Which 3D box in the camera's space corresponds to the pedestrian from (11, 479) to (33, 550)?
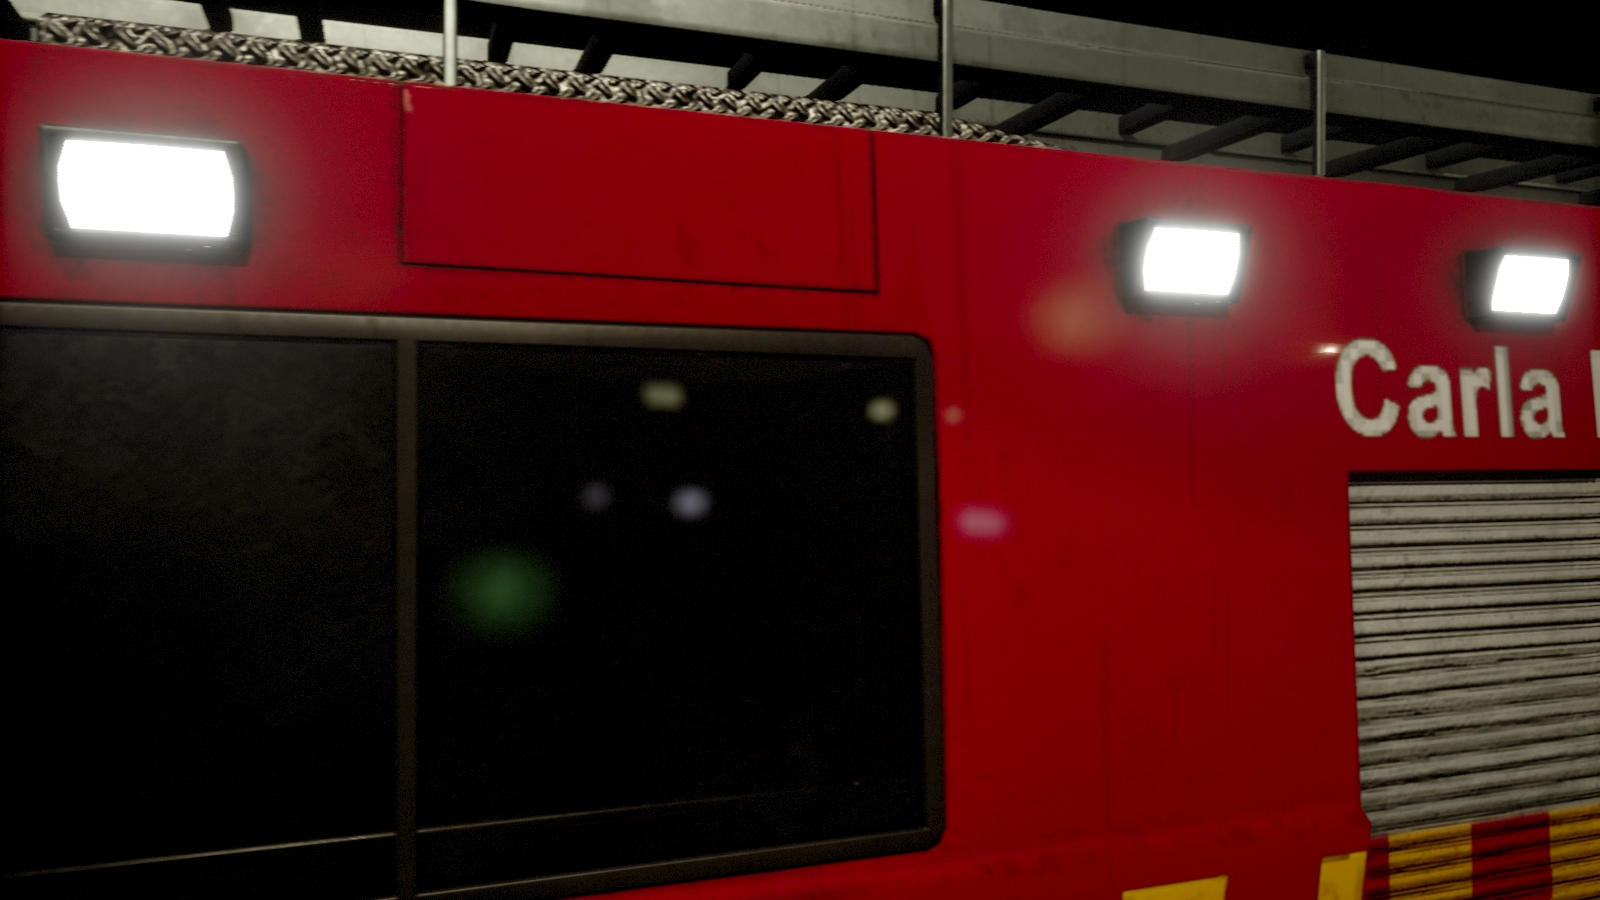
[{"bbox_3d":[-20.716,1.703,30.415,0.375,1.860,0.375,0,0,-12],"label":"pedestrian"}]
